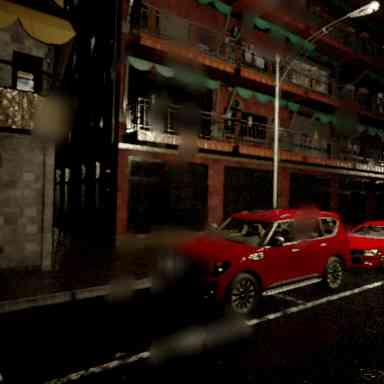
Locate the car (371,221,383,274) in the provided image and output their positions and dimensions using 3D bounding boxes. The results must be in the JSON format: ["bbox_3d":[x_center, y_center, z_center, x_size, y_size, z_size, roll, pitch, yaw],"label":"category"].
[{"bbox_3d":[6.344,1.673,11.071,4.507,1.381,1.887,1,1,-35],"label":"car"}]

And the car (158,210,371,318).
[{"bbox_3d":[1.712,1.380,7.760,5.009,1.841,2.192,1,1,-35],"label":"car"}]
